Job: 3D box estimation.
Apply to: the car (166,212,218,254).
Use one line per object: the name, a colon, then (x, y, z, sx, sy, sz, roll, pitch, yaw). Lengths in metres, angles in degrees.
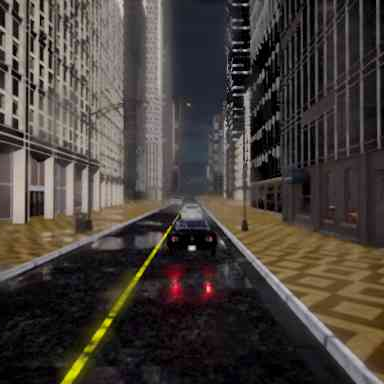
car: (0.005, 1.734, 14.108, 1.895, 1.301, 4.718, 0, 0, 0)

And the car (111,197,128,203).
car: (-18.876, 2.170, 81.695, 4.829, 1.417, 1.752, 0, -1, -1)

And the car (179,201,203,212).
car: (0.012, 1.801, 29.380, 1.812, 1.442, 4.674, 0, 0, 0)

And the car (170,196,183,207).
car: (-3.004, 1.830, 65.290, 2.150, 2.045, 5.566, 0, 0, 1)
